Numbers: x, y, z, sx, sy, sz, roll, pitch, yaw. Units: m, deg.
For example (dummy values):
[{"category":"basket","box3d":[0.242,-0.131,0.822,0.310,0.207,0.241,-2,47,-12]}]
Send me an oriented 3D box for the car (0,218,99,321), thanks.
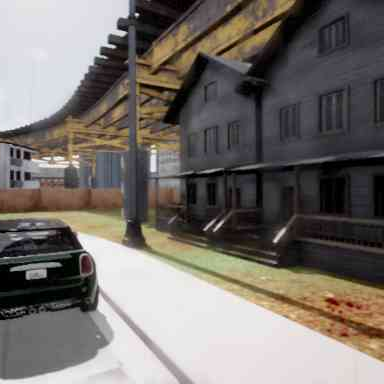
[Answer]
[{"category":"car","box3d":[-3.533,1.339,7.195,2.097,1.767,4.553,-1,0,-29]}]
